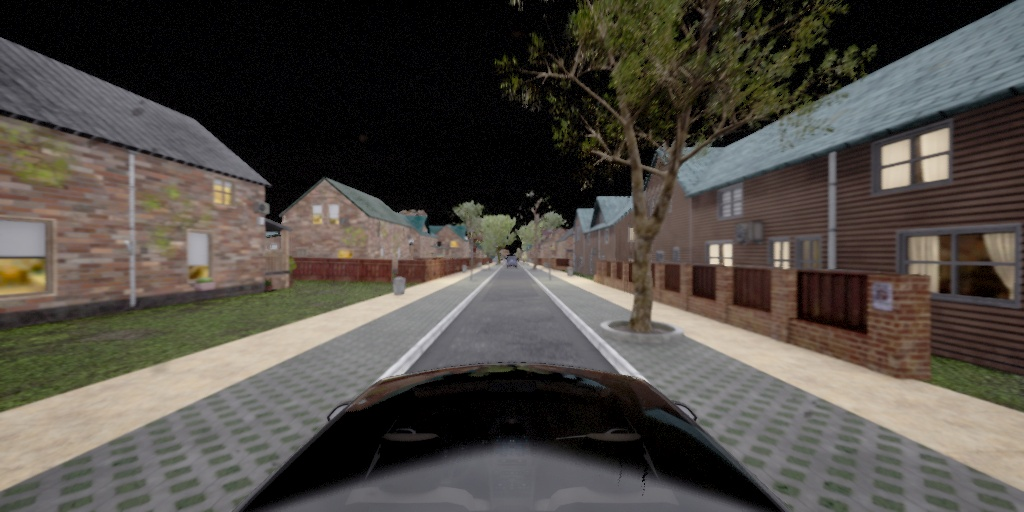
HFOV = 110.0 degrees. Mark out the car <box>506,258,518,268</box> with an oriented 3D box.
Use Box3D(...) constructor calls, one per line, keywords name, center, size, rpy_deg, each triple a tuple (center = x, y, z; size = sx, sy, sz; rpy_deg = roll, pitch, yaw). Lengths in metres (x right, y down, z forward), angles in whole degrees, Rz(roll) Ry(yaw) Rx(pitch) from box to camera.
Box3D(name="car", center=(-0.006, 1.462, 62.949), size=(1.895, 1.301, 4.718), rpy_deg=(0, 0, 0))
